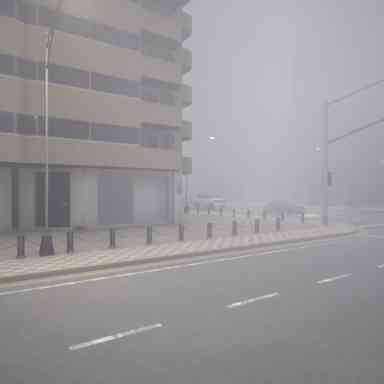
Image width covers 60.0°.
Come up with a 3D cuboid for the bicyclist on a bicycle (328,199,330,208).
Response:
[{"bbox_3d":[17.404,1.245,43.090,1.656,1.620,0.582,0,0,-35],"label":"bicyclist on a bicycle"}]

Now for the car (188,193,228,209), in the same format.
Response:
[{"bbox_3d":[2.327,1.168,43.766,2.150,2.045,5.566,0,0,-35],"label":"car"}]

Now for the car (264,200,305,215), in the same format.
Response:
[{"bbox_3d":[9.334,1.509,33.803,1.994,1.385,4.181,0,0,-35],"label":"car"}]

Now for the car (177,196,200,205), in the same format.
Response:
[{"bbox_3d":[-0.697,1.449,60.622,1.837,1.490,4.892,0,0,-34],"label":"car"}]

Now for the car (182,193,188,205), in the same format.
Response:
[{"bbox_3d":[-3.434,1.166,58.421,2.150,2.045,5.566,0,0,-34],"label":"car"}]
